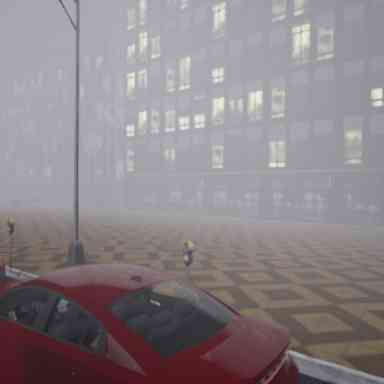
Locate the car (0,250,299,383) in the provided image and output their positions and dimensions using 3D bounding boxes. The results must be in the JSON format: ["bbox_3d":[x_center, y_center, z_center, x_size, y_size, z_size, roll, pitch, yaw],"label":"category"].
[{"bbox_3d":[-1.162,1.495,3.706,4.507,1.381,1.887,1,0,35],"label":"car"}]
